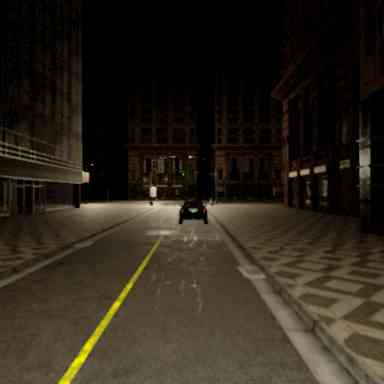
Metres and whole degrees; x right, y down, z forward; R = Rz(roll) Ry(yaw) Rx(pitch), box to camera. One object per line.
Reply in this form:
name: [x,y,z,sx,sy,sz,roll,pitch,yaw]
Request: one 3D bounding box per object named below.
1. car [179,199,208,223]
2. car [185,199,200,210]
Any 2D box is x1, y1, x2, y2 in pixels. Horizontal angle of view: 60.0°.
car: [0.092,1.375,25.609,2.097,1.767,4.553,0,0,0]
car: [0.081,1.656,44.898,1.895,1.301,4.718,0,0,0]
